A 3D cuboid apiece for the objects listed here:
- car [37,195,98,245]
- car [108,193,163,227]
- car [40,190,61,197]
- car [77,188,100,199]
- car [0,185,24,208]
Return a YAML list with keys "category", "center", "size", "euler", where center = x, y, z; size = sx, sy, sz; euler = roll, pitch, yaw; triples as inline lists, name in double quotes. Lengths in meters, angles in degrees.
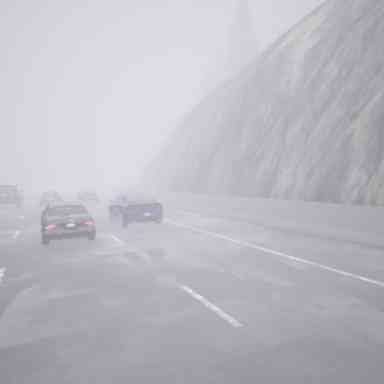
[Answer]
- category: "car"
  center: [-5.129, 1.096, 13.409]
  size: [2.033, 1.411, 5.357]
  euler: [-3, 3, -25]
- category: "car"
  center: [-3.089, 0.800, 17.284]
  size: [1.882, 1.535, 5.008]
  euler: [-3, 3, -25]
- category: "car"
  center: [-13.798, 0.535, 32.505]
  size: [1.994, 1.385, 4.181]
  euler: [-3, 3, -23]
- category: "car"
  center: [-10.845, 0.328, 34.453]
  size: [1.812, 1.442, 4.674]
  euler: [-3, 3, -23]
- category: "car"
  center: [-16.481, 0.387, 29.764]
  size: [2.150, 2.045, 5.566]
  euler: [-3, 3, -23]
